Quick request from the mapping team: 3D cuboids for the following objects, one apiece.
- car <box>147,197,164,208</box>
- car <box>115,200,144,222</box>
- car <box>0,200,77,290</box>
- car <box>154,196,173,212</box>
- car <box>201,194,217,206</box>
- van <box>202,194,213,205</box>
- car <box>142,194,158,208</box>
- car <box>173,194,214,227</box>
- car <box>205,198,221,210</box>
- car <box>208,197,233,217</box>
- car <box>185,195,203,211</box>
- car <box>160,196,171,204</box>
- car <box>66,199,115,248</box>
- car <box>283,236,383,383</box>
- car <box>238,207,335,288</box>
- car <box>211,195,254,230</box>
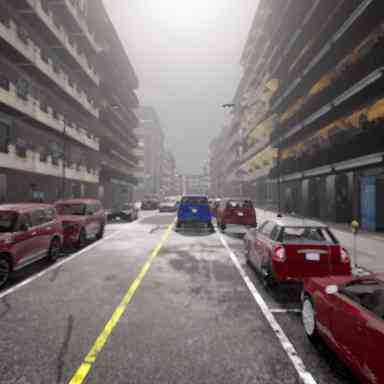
[{"bbox_3d":[-5.188,1.457,47.921,1.887,1.381,4.507,1,0,0],"label":"car"},{"bbox_3d":[-5.238,1.502,25.801,1.947,1.339,4.313,1,0,0],"label":"car"},{"bbox_3d":[-5.270,1.290,9.207,2.192,1.841,5.009,1,0,0],"label":"car"},{"bbox_3d":[-2.666,1.467,37.687,2.033,1.411,5.357,0,0,0],"label":"car"},{"bbox_3d":[2.676,1.226,53.380,2.192,1.841,5.009,1,0,0],"label":"car"},{"bbox_3d":[2.687,1.253,58.911,1.690,1.788,3.998,1,0,0],"label":"van"},{"bbox_3d":[-5.195,1.230,42.390,2.192,1.841,5.009,1,0,0],"label":"car"},{"bbox_3d":[0.152,1.167,22.091,2.150,2.045,5.566,0,0,0],"label":"car"},{"bbox_3d":[2.645,1.497,42.317,1.802,1.307,4.206,1,0,0],"label":"car"},{"bbox_3d":[2.623,1.368,31.254,1.967,1.590,4.097,1,0,0],"label":"car"},{"bbox_3d":[0.195,1.269,40.666,2.097,1.767,4.553,0,0,0],"label":"car"},{"bbox_3d":[-5.151,1.496,64.515,1.802,1.307,4.206,1,0,0],"label":"car"},{"bbox_3d":[-5.257,1.275,14.737,2.192,1.841,5.009,1,0,0],"label":"car"},{"bbox_3d":[2.592,1.534,3.598,1.887,1.381,4.507,1,0,0],"label":"car"},{"bbox_3d":[2.615,1.414,9.129,1.967,1.590,4.097,1,0,0],"label":"car"},{"bbox_3d":[2.601,1.262,20.191,2.192,1.841,5.009,1,0,0],"label":"car"}]
